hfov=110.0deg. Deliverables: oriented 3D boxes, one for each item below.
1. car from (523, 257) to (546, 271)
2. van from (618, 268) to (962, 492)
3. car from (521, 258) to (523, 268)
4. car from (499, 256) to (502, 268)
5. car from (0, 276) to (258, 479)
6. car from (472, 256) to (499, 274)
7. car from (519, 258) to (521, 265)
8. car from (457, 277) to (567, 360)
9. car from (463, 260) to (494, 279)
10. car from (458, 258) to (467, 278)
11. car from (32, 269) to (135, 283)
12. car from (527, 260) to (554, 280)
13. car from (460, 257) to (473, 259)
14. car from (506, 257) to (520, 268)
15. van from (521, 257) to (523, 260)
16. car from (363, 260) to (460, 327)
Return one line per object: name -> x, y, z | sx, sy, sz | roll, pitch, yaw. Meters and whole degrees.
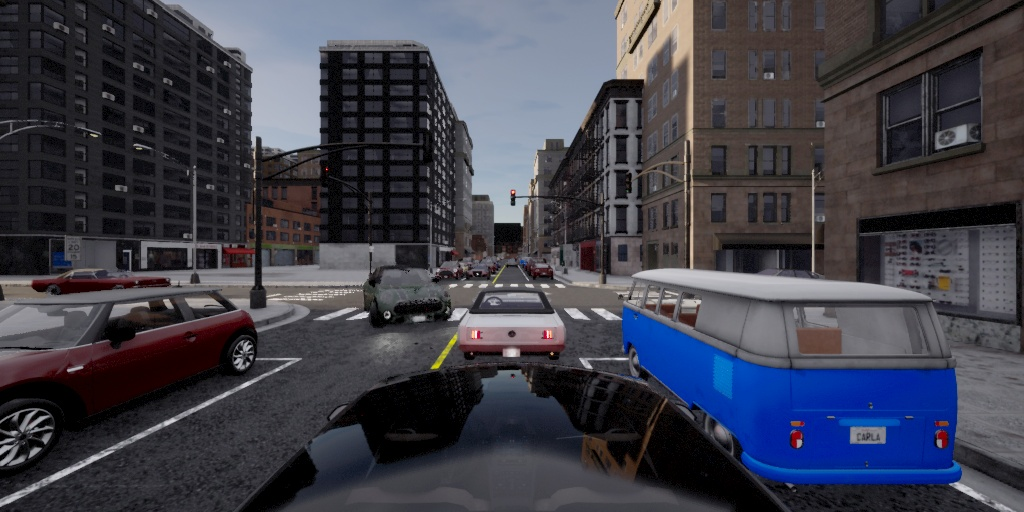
car -> 2.601, 1.063, 36.796 | 2.192, 1.841, 5.009 | 0, 0, 0
van -> 2.637, 1.091, 4.506 | 1.690, 1.789, 3.998 | 0, 0, 0
car -> 2.589, 1.292, 47.615 | 1.888, 1.381, 4.507 | 0, 0, 0
car -> -2.887, 1.099, 49.048 | 2.097, 1.767, 4.553 | 0, 0, 0
car -> -5.388, 1.190, 4.498 | 1.967, 1.591, 4.097 | 0, 0, 0
car -> -2.874, 1.100, 40.173 | 2.097, 1.767, 4.553 | 0, 0, 0
car -> 2.577, 1.309, 58.434 | 1.948, 1.339, 4.313 | 0, 0, 0
car -> -0.005, 1.351, 8.292 | 1.895, 1.301, 4.718 | 0, 0, 0
car -> -2.882, 1.313, 31.553 | 1.994, 1.385, 4.181 | 0, 0, -1
car -> -5.418, 1.188, 31.377 | 1.967, 1.591, 4.097 | 0, 0, 0
car -> -18.886, 1.255, 16.712 | 4.718, 1.301, 1.895 | 0, 0, 0
car -> 2.607, 1.294, 31.386 | 1.888, 1.381, 4.507 | 0, 0, 0
car -> -5.430, 1.063, 42.196 | 2.192, 1.841, 5.009 | 0, 0, 0
car -> 0.026, 1.306, 62.343 | 1.994, 1.385, 4.181 | 0, 0, 1
van -> 2.583, 1.086, 53.025 | 1.690, 1.789, 3.998 | 0, 0, 0
car -> -3.534, 1.099, 11.655 | 2.097, 1.767, 4.553 | -1, 0, -28
